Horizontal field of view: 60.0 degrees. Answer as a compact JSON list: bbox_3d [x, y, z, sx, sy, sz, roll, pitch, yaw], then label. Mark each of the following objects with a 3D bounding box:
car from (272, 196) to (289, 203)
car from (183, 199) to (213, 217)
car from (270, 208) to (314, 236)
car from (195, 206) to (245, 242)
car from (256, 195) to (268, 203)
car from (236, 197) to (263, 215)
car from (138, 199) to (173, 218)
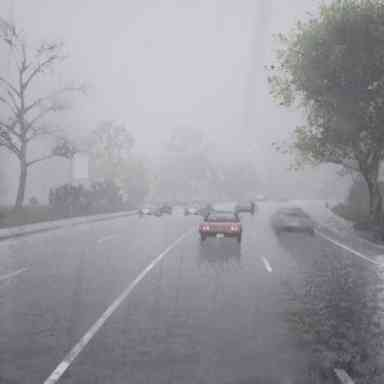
[{"bbox_3d":[17.789,1.538,66.581,1.895,1.301,4.718,1,0,35],"label":"car"},{"bbox_3d":[0.656,1.434,29.820,2.128,1.511,4.902,0,0,16],"label":"car"},{"bbox_3d":[5.472,1.551,18.518,1.994,1.385,4.181,0,0,10],"label":"car"},{"bbox_3d":[1.541,1.576,16.389,1.895,1.301,4.718,0,0,9],"label":"car"},{"bbox_3d":[13.807,1.395,66.938,1.882,1.535,5.008,0,0,32],"label":"car"},{"bbox_3d":[5.553,1.506,33.578,2.033,1.411,5.357,0,0,17],"label":"car"},{"bbox_3d":[-3.127,1.418,29.219,2.128,1.511,4.902,0,0,15],"label":"car"}]
